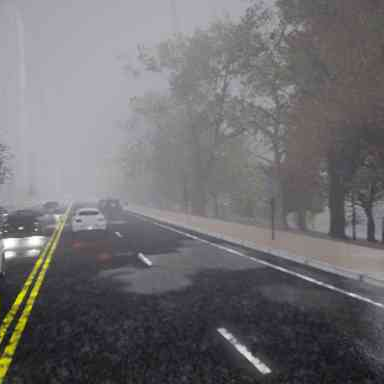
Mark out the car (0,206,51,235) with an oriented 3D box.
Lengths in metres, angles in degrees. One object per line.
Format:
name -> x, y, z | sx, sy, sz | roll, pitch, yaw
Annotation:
car -> -9.834, 1.776, 19.798 | 1.994, 1.385, 4.181 | -1, 0, -19

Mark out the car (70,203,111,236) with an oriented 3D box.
car -> -6.037, 1.646, 19.384 | 1.812, 1.442, 4.674 | -1, 0, -19

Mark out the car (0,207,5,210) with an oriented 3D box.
car -> -15.337, 1.885, 25.712 | 2.033, 1.411, 5.357 | -1, 0, -19

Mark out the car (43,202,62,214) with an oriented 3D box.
car -> -16.792, 1.882, 40.005 | 1.812, 1.442, 4.674 | -1, 0, -19

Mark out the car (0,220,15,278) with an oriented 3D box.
car -> -5.598, 1.655, 7.663 | 1.812, 1.442, 4.674 | -1, 0, -19

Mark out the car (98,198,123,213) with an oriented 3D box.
car -> -9.343, 1.525, 38.543 | 2.097, 1.767, 4.553 | -1, 0, -19

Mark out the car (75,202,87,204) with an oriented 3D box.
car -> -14.022, 1.884, 42.190 | 1.895, 1.301, 4.718 | -1, 0, -19
